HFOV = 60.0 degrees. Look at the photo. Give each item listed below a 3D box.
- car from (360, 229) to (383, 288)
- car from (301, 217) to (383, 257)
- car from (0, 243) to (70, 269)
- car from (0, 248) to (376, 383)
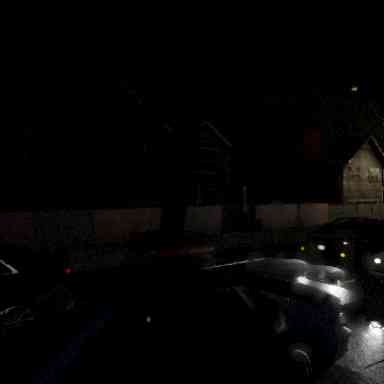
[{"bbox_3d":[6.280,1.619,8.039,4.718,1.301,1.895,0,0,-36],"label":"car"},{"bbox_3d":[5.749,1.588,11.725,4.181,1.385,1.994,0,0,-35],"label":"car"},{"bbox_3d":[-4.200,1.505,4.674,4.892,1.490,1.837,0,0,-35],"label":"car"},{"bbox_3d":[-0.605,1.550,3.251,5.357,1.411,2.033,0,0,-35],"label":"car"}]
